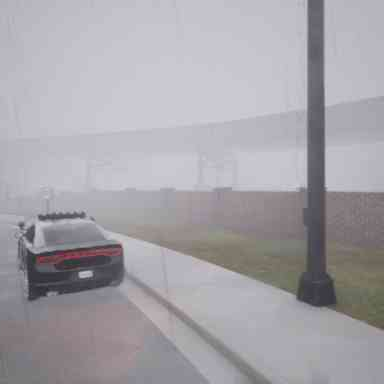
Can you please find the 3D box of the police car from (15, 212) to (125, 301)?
[{"bbox_3d":[-3.329,1.344,8.524,1.930,1.638,5.238,-2,1,-30],"label":"police car"}]
